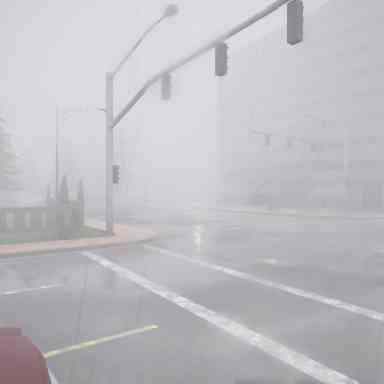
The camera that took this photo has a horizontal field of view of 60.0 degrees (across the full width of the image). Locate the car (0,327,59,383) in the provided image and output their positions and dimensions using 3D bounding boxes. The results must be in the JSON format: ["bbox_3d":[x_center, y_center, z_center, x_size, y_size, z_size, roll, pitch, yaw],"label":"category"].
[{"bbox_3d":[-3.096,1.601,1.571,4.718,1.301,1.895,0,0,-35],"label":"car"}]
